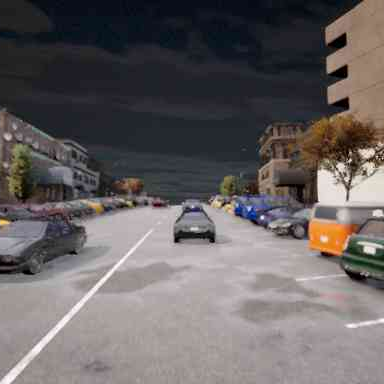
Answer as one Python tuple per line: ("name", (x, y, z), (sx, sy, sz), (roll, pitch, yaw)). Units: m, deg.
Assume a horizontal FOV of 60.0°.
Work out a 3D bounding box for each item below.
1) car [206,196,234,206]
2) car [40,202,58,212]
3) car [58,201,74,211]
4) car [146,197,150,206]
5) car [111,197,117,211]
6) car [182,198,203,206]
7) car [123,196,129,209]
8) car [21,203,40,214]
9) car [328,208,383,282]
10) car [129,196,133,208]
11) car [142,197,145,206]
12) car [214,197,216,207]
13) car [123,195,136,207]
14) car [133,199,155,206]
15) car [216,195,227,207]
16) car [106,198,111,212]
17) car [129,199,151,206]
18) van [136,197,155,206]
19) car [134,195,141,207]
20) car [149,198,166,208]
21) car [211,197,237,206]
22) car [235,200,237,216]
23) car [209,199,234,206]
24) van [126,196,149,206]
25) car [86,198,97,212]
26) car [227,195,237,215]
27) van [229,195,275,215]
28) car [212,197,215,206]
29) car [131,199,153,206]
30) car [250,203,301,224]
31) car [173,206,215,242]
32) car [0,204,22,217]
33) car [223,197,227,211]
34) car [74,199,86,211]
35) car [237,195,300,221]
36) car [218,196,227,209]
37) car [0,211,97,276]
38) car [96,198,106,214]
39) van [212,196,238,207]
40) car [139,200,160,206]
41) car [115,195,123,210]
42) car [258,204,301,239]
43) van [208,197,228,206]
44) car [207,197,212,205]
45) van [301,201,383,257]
("car", (6.245, 2.036, 74.416), (5.566, 2.045, 2.435), (1, -2, -20))
("car", (-11.333, 1.577, 21.148), (4.792, 1.488, 2.163), (-1, 0, -21))
("car", (-11.400, 1.558, 24.075), (5.008, 1.535, 2.097), (-1, 0, -21))
("car", (-11.575, 2.110, 68.082), (5.008, 1.535, 2.097), (0, -2, -20))
("car", (-11.515, 1.659, 38.754), (4.674, 1.452, 2.002), (-1, -1, -20))
("car", (0.035, 1.465, 33.982), (2.097, 1.767, 4.553), (0, 0, 0))
("car", (-11.534, 1.669, 44.617), (5.008, 1.535, 2.097), (-1, 0, -20))
("car", (-11.336, 1.537, 18.202), (5.008, 1.535, 2.097), (-1, 0, -21))
("car", (6.157, 1.401, 8.473), (4.553, 1.767, 2.185), (1, 0, -19))
("car", (-11.559, 1.705, 47.548), (5.008, 1.535, 2.097), (-1, -1, -20))
("car", (-11.570, 1.902, 59.284), (4.892, 1.521, 2.231), (0, -1, -20))
("car", (6.434, 1.709, 47.562), (5.366, 1.575, 1.946), (1, -1, -20))
("car", (-11.736, 1.741, 50.421), (5.366, 1.575, 1.946), (-1, -1, -20))
("car", (-11.499, 2.504, 79.818), (4.792, 1.488, 2.163), (0, -2, -20))
("car", (6.314, 1.398, 41.529), (5.566, 2.045, 2.435), (1, -1, -20))
("car", (-11.463, 1.477, 35.822), (4.553, 1.767, 2.185), (-1, 0, -20))
("car", (-11.556, 2.320, 73.948), (4.674, 1.452, 2.002), (0, -2, -20))
("van", (-11.623, 2.368, 82.707), (4.442, 1.987, 1.878), (0, -2, -20))
("car", (-11.599, 1.540, 53.405), (5.566, 2.045, 2.435), (-1, -1, -20))
("car", (-5.215, 1.909, 53.343), (1.895, 1.301, 4.718), (0, -1, 0))
("car", (6.211, 1.912, 65.447), (4.553, 1.767, 2.185), (1, -2, -20))
("car", (6.371, 1.585, 26.532), (4.892, 1.521, 2.231), (1, 0, -20))
("car", (6.281, 2.228, 71.446), (4.792, 1.488, 2.163), (1, -2, -20))
("van", (-11.673, 1.967, 70.981), (4.442, 1.987, 1.878), (0, -1, -20))
("car", (-11.438, 1.580, 29.942), (4.892, 1.521, 2.231), (-1, 0, -20))
("car", (6.393, 1.343, 29.548), (5.566, 2.045, 2.435), (1, 0, -20))
("van", (6.434, 1.390, 35.571), (4.442, 1.987, 1.878), (1, -1, -20))
("car", (6.217, 1.823, 53.467), (4.792, 1.488, 2.163), (1, -1, -20))
("car", (-11.544, 2.414, 76.886), (4.674, 1.452, 2.002), (0, -2, -20))
("car", (6.372, 1.595, 20.513), (4.792, 1.488, 2.163), (1, 0, -20))
("car", (0.110, 1.620, 16.821), (1.994, 1.385, 4.181), (0, 0, 0))
("car", (-11.118, 1.522, 15.333), (5.366, 1.575, 1.946), (-1, 0, -21))
("car", (6.171, 1.598, 32.465), (5.366, 1.575, 1.946), (1, 0, -20))
("car", (-11.416, 1.570, 27.010), (4.892, 1.521, 2.231), (-1, 0, -21))
("car", (6.396, 1.324, 23.529), (5.566, 2.045, 2.435), (1, 0, -20))
("car", (6.129, 1.623, 38.457), (5.366, 1.575, 1.946), (1, 0, -20))
("car", (-5.084, 1.585, 10.827), (2.033, 1.411, 5.357), (0, 0, 3))
("car", (-11.464, 1.589, 32.879), (5.008, 1.535, 2.097), (-1, 0, -20))
("van", (6.132, 1.738, 62.419), (4.442, 1.987, 1.878), (1, -1, -20))
("car", (-11.617, 3.064, 91.438), (5.366, 1.575, 1.946), (0, -4, -20))
("car", (-11.498, 1.516, 41.687), (4.553, 1.767, 2.185), (-1, 0, -20))
("car", (6.327, 1.557, 17.493), (4.892, 1.521, 2.231), (1, 0, -19))
("van", (6.180, 2.259, 80.376), (4.442, 1.987, 1.878), (1, -3, -20))
("car", (6.065, 1.897, 59.398), (5.366, 1.575, 1.946), (1, -1, -20))
("van", (6.348, 1.312, 11.526), (4.442, 1.987, 1.878), (1, 0, -19))
